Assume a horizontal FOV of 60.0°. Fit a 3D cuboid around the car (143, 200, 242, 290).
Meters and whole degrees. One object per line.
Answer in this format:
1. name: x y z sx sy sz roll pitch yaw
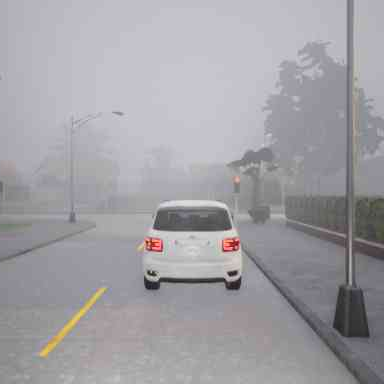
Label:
1. car: 0.028 1.219 9.201 2.150 2.045 5.566 0 0 0
